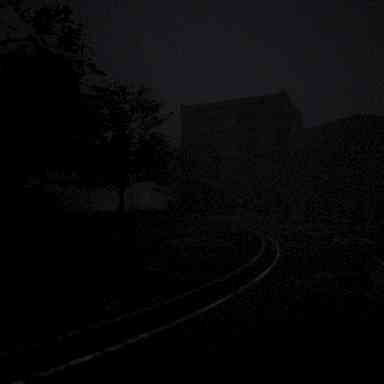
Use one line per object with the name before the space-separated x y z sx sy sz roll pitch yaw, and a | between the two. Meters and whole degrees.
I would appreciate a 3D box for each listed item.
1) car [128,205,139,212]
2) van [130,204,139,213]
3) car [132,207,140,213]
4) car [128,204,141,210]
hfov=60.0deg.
car | -12.858 3.732 73.444 2.163 1.488 4.792 0 -4 -8
van | -13.659 3.851 79.003 1.878 1.987 4.442 0 -4 -8
car | -15.203 4.844 89.782 2.002 1.452 4.674 0 -4 -8
car | -12.062 3.377 68.017 2.002 1.452 4.674 1 -4 -8
